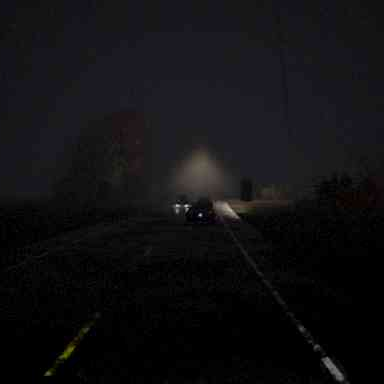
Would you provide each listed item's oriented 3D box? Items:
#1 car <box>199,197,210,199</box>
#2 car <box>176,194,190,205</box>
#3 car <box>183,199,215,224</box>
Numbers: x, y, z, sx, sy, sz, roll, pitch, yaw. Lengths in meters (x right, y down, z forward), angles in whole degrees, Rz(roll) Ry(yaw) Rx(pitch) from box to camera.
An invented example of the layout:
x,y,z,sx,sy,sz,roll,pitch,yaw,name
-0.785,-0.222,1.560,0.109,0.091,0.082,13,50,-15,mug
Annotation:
x,y,z,sx,sy,sz,roll,pitch,yaw,name
1.522,1.301,40.583,1.994,1.385,4.181,0,0,4,car
-1.335,1.168,51.451,1.837,1.490,4.892,0,1,5,car
0.609,1.417,23.237,1.994,1.385,4.181,0,0,2,car
